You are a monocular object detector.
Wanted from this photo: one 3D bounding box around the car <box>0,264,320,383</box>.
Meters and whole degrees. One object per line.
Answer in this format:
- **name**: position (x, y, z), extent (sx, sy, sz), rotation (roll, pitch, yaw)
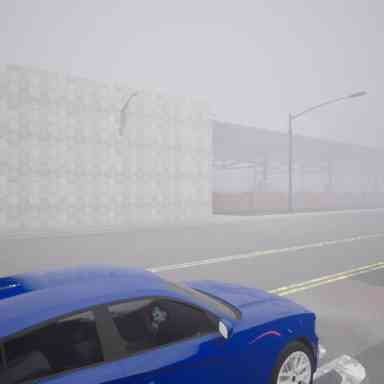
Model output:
- **car**: position (-0.805, 1.478, 3.174), extent (5.008, 1.535, 1.882), rotation (0, 0, -36)
